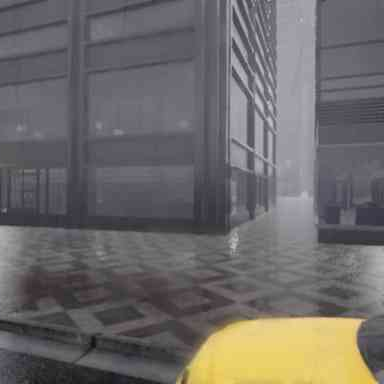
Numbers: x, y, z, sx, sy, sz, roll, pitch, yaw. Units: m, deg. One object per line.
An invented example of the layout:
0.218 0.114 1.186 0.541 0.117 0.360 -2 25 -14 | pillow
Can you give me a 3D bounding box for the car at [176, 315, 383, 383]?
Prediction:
2.435 1.458 2.284 5.366 1.575 1.801 0 0 20 | car
